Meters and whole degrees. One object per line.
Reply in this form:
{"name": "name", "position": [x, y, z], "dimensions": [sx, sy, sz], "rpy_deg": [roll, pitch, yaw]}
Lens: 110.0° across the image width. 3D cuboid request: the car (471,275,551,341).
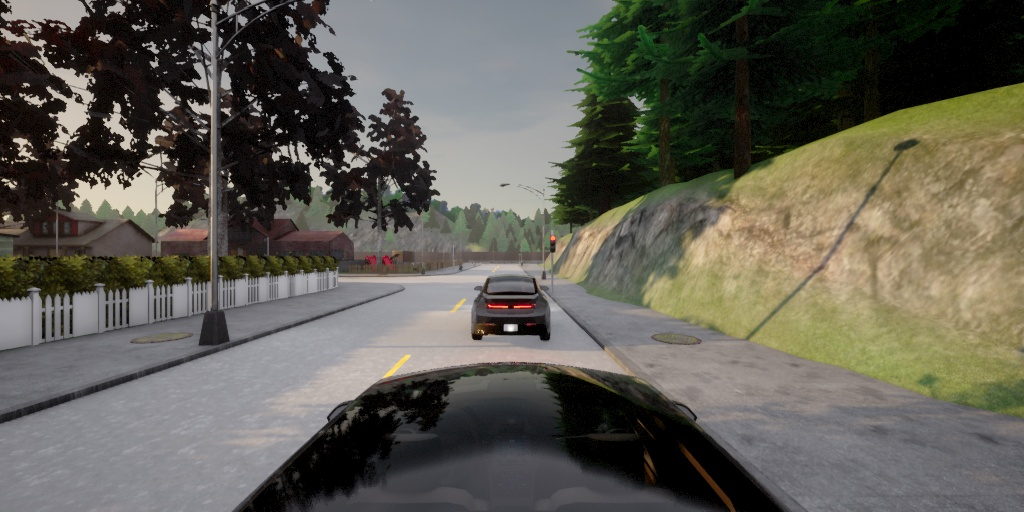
{"name": "car", "position": [-0.017, 1.255, 9.933], "dimensions": [1.837, 1.490, 4.892], "rpy_deg": [0, 0, 0]}
